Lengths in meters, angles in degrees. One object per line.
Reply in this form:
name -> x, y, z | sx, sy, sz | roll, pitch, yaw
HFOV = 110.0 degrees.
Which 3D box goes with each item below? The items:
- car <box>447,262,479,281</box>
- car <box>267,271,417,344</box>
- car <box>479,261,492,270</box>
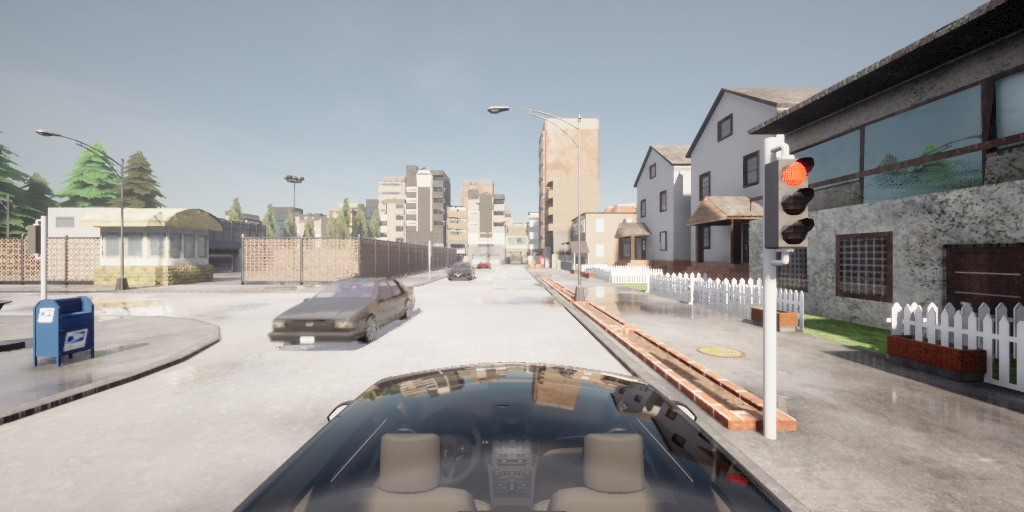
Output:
car -> -4.112, 1.254, 29.708 | 1.837, 1.490, 4.892 | 0, 0, 0
car -> -4.103, 1.297, 9.851 | 2.033, 1.411, 5.357 | 0, 0, 0
car -> -4.081, 1.351, 52.892 | 1.895, 1.301, 4.718 | 0, 0, 0
